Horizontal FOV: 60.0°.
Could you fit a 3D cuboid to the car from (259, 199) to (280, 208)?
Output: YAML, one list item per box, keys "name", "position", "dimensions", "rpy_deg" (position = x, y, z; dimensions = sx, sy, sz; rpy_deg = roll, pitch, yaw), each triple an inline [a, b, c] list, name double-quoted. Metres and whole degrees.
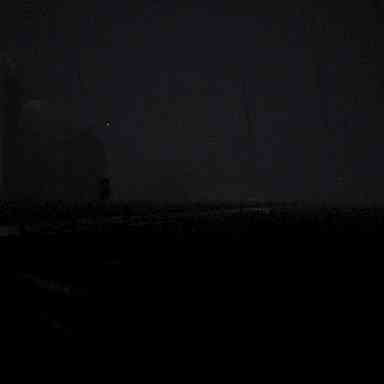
- name: "car"
  position: [11.911, 1.792, 51.503]
  dimensions: [1.895, 1.301, 4.718]
  rpy_deg: [2, 0, 36]
